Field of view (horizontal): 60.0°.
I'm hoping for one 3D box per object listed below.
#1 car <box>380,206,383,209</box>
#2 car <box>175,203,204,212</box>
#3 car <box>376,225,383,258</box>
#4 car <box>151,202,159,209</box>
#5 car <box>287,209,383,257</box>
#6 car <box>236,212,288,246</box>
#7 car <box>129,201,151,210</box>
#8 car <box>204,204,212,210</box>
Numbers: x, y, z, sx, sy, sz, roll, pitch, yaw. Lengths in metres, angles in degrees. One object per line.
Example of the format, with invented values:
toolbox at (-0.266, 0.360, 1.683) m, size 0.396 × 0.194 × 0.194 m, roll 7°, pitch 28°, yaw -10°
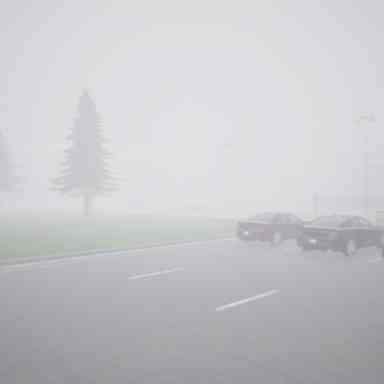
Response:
car at (17.081, 1.804, 27.857) m, size 5.008 × 1.535 × 1.882 m, roll 0°, pitch -1°, yaw -42°
car at (-0.640, 2.566, 55.433) m, size 1.895 × 1.301 × 4.718 m, roll 0°, pitch -1°, yaw -41°
car at (7.967, 1.716, 10.639) m, size 4.718 × 1.301 × 1.895 m, roll 0°, pitch -1°, yaw -40°
car at (-8.868, 2.793, 70.521) m, size 1.837 × 1.490 × 4.892 m, roll 0°, pitch -1°, yaw -41°
car at (6.358, 1.663, 13.861) m, size 5.008 × 1.535 × 1.882 m, roll 0°, pitch -1°, yaw -40°
car at (4.377, 1.732, 16.765) m, size 5.008 × 1.535 × 1.882 m, roll 0°, pitch -1°, yaw -40°
car at (-10.894, 2.620, 67.506) m, size 2.097 × 1.767 × 4.553 m, roll 0°, pitch -1°, yaw -41°
car at (1.421, 2.599, 58.421) m, size 1.895 × 1.301 × 4.718 m, roll 0°, pitch -1°, yaw -41°
